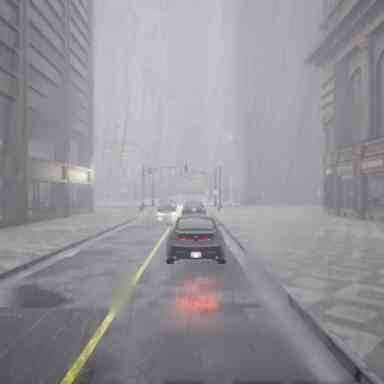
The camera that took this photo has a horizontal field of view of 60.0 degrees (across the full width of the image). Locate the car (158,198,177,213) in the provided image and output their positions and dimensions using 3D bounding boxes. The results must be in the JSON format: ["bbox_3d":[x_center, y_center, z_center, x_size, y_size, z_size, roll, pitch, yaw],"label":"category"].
[{"bbox_3d":[-2.947,1.531,40.433,2.097,1.767,4.553,0,0,1],"label":"car"}]

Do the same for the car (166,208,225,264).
[{"bbox_3d":[0.125,1.560,12.063,1.837,1.490,4.892,0,0,0],"label":"car"}]

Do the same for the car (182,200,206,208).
[{"bbox_3d":[0.165,1.482,29.271,2.097,1.767,4.553,0,0,0],"label":"car"}]
